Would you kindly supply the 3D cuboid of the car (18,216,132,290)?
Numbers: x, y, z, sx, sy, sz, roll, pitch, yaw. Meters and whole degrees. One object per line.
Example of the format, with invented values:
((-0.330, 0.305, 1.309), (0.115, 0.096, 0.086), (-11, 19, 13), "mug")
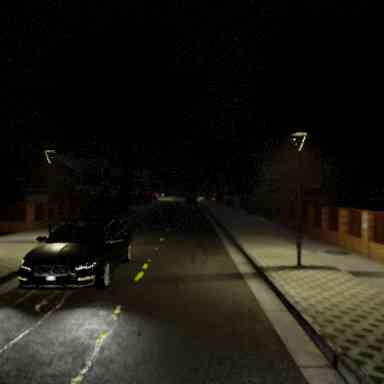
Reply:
((-2.862, 1.492, 9.153), (1.837, 1.490, 4.892), (0, 0, 0), "car")

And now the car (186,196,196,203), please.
((-0.143, 1.362, 62.788), (1.895, 1.301, 4.718), (0, 0, 0), "car")

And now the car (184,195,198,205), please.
((-0.119, 1.321, 52.334), (1.837, 1.490, 4.892), (0, 0, 0), "car")
